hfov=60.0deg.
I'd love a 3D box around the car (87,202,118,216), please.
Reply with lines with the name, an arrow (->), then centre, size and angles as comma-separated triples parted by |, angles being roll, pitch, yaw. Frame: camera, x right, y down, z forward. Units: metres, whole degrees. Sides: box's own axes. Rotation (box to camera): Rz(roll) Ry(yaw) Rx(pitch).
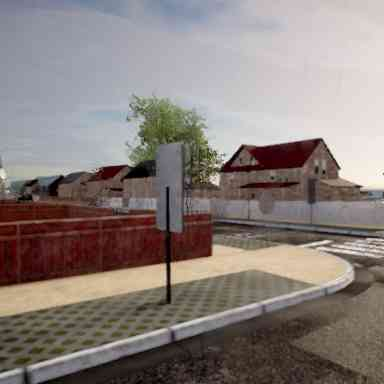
car -> -9.647, 1.756, 34.807 | 2.033, 1.411, 5.357 | -1, 0, -37

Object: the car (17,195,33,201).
car -> -39.317, 1.673, 79.071 | 2.150, 2.045, 5.566 | -1, 0, -37
